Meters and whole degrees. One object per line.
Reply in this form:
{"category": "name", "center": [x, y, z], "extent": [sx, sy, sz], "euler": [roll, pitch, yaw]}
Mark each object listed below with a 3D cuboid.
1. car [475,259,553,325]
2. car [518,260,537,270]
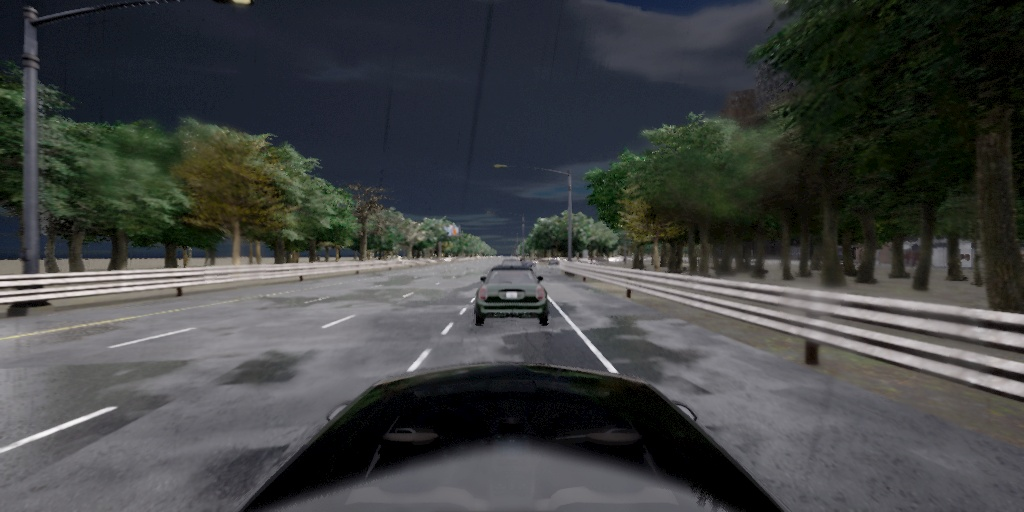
{"category": "car", "center": [-0.007, 1.083, 11.922], "extent": [2.097, 1.767, 4.553], "euler": [0, 0, 0]}
{"category": "car", "center": [2.383, 1.254, 52.838], "extent": [1.895, 1.301, 4.718], "euler": [0, 0, 14]}
